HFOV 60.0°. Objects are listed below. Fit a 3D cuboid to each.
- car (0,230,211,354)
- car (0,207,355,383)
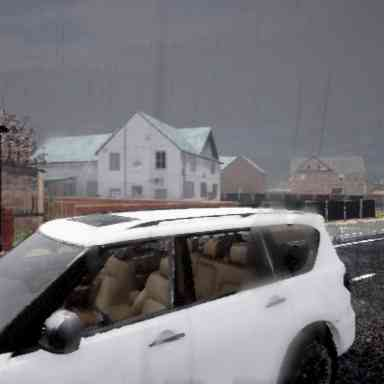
[{"bbox_3d":[-2.093,1.601,6.185,4.718,1.301,1.895,0,0,-36],"label":"car"},{"bbox_3d":[-0.681,1.221,3.199,5.566,2.045,2.150,0,0,-36],"label":"car"}]
